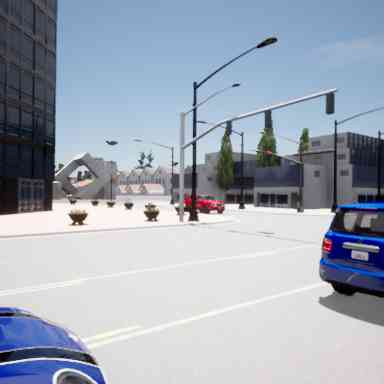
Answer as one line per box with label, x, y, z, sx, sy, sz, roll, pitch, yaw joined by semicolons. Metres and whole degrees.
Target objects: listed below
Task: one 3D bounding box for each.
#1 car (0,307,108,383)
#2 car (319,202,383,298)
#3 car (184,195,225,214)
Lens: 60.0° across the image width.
car;-2.729;1.352;1.796;4.553;1.767;2.097;0;0;-35
car;5.200;1.239;7.507;5.566;2.045;2.150;0;0;-35
car;1.299;1.313;36.715;2.150;2.045;5.566;1;-1;-35
